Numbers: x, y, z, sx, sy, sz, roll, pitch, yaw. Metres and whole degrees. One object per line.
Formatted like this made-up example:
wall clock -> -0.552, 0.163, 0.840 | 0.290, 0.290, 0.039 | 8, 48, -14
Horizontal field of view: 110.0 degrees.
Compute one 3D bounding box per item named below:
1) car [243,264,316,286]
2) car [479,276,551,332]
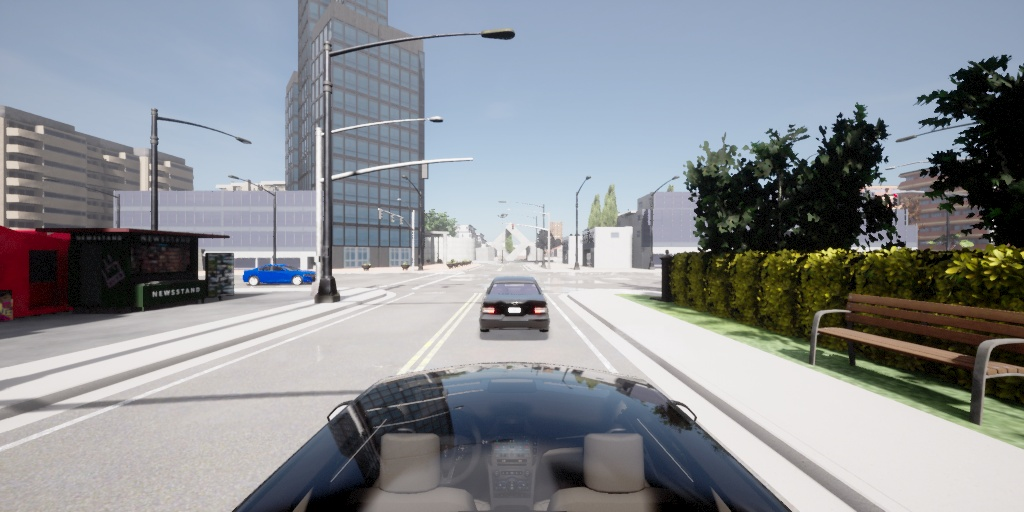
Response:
car -> -16.781, 1.336, 26.188 | 5.008, 1.535, 1.882 | -1, 0, 0
car -> 0.068, 1.297, 10.781 | 2.033, 1.411, 5.357 | 0, 0, 0
